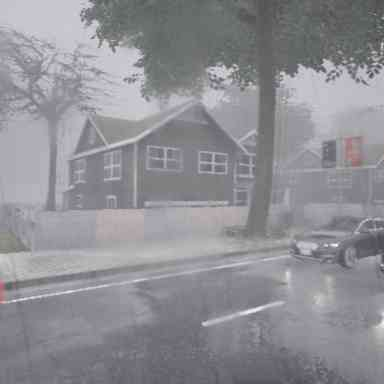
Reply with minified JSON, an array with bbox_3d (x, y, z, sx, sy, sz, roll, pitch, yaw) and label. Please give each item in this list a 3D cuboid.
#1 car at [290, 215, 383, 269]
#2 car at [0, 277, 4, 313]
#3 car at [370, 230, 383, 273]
[{"bbox_3d":[5.449,1.569,11.550,4.902,1.511,2.128,0,0,-36],"label":"car"},{"bbox_3d":[-5.361,1.216,3.849,5.566,2.045,2.150,1,-1,-36],"label":"car"},{"bbox_3d":[6.817,1.672,8.533,4.718,1.301,1.895,0,0,-34],"label":"car"}]
